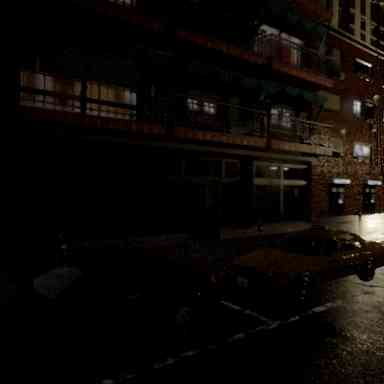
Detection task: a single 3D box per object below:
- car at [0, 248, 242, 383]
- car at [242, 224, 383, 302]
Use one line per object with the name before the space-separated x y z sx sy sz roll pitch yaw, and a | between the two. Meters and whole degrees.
car | -1.453 1.581 5.057 4.206 1.307 1.802 0 0 -35
car | 3.001 1.519 8.234 4.829 1.417 1.752 0 0 -35
